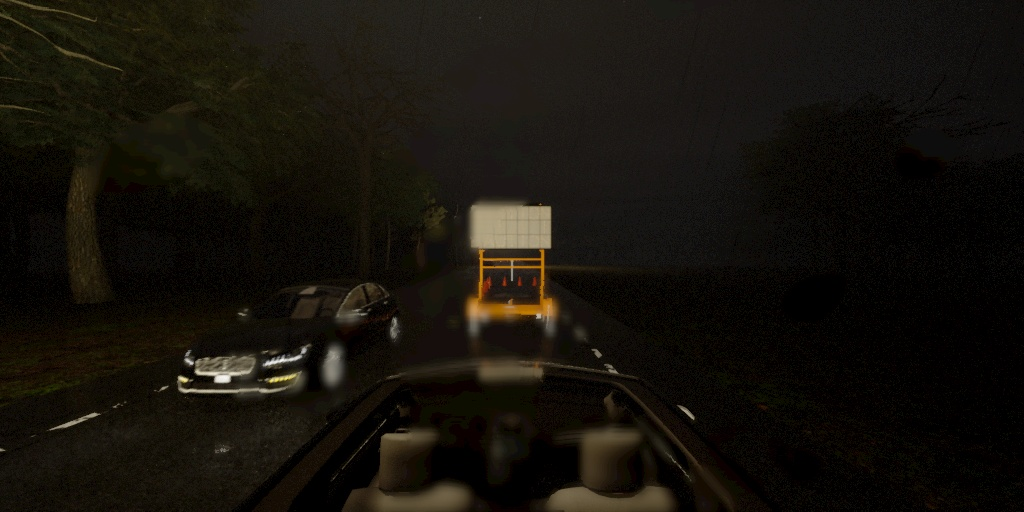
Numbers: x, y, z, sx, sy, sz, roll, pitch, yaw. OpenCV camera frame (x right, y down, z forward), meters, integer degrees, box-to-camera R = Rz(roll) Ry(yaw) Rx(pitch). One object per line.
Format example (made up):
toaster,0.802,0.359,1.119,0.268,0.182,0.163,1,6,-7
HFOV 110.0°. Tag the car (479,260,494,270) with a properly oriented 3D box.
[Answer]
car,-3.490,1.138,49.910,2.033,1.411,5.357,0,0,0

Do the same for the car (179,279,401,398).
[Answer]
car,-3.599,1.252,6.891,1.837,1.490,4.892,0,1,0

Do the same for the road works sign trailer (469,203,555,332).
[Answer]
road works sign trailer,0.002,0.210,10.797,2.380,3.560,2.880,0,0,0
